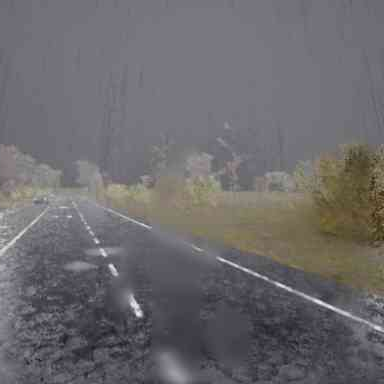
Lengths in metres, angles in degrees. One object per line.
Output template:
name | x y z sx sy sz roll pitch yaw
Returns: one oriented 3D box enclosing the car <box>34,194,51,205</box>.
car | -25.903 1.262 57.157 2.097 1.767 4.553 0 0 -20
